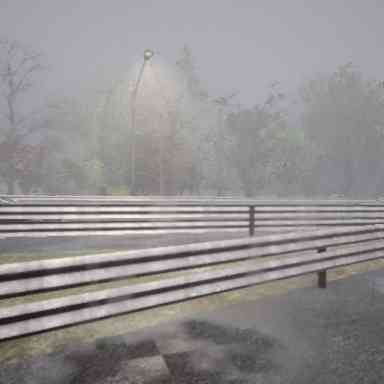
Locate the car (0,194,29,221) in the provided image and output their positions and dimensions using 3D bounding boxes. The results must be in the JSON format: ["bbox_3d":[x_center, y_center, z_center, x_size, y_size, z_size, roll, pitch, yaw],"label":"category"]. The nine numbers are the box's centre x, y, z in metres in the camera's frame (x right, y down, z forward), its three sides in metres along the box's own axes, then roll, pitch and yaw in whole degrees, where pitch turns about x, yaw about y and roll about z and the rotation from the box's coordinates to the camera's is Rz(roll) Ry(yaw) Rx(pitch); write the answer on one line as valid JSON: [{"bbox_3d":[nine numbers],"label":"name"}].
[{"bbox_3d":[-12.669,0.894,19.919,4.902,1.511,2.128,1,0,-17],"label":"car"}]

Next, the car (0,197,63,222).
[{"bbox_3d":[-8.068,0.947,14.016,4.902,1.511,2.128,1,0,-17],"label":"car"}]
